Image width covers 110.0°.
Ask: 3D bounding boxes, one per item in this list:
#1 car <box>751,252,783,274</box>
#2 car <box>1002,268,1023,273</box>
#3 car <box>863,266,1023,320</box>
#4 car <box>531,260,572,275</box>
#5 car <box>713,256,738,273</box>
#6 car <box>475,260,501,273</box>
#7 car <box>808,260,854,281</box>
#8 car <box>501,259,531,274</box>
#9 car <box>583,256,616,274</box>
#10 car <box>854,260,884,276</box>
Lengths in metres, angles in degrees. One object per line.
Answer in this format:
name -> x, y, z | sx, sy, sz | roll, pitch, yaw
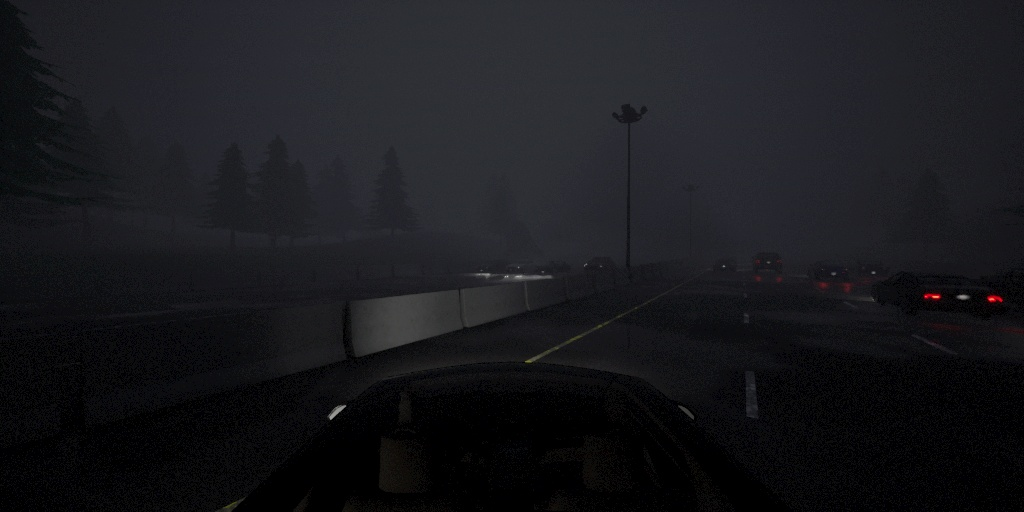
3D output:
car -> 24.563, 0.627, 34.565 | 2.150, 2.045, 5.566 | 0, 1, 33
car -> 19.033, 1.176, 13.036 | 2.128, 1.511, 4.902 | 0, 1, 33
car -> 14.616, 1.250, 12.639 | 2.033, 1.411, 5.357 | 0, 0, 33
car -> 4.090, 1.155, 35.358 | 1.895, 1.301, 4.718 | 0, 1, 33
car -> 21.990, 0.956, 37.039 | 1.994, 1.385, 4.181 | 0, 1, 33
car -> -1.701, 1.095, 39.290 | 2.033, 1.411, 5.357 | 0, 1, 33
car -> 24.130, 1.036, 27.430 | 1.812, 1.442, 4.674 | 0, 1, 33
car -> 1.148, 1.077, 37.255 | 1.812, 1.442, 4.674 | 0, 1, 33
car -> 8.889, 0.861, 36.285 | 2.097, 1.767, 4.553 | 0, 1, 33
car -> 30.577, 1.007, 30.979 | 1.895, 1.301, 4.718 | 0, 1, 33
